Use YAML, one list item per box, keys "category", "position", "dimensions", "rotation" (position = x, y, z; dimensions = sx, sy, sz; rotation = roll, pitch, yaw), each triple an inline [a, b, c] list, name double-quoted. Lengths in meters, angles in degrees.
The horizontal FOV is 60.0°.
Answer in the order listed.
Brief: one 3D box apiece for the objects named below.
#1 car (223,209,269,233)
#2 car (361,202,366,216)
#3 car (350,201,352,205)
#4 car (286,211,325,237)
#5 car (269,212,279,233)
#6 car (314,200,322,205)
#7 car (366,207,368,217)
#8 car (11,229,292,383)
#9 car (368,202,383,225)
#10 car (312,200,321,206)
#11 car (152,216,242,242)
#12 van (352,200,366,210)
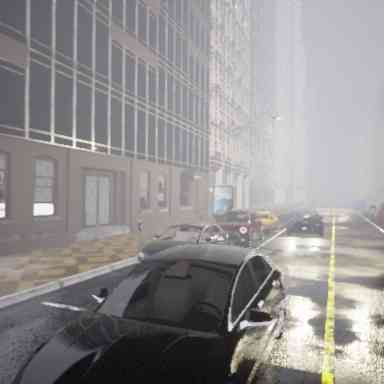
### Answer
- category: "car"
  position: [2.179, 1.633, 15.844]
  dimensions: [1.967, 1.590, 4.097]
  rotation: [0, -1, 23]
- category: "car"
  position: [21.056, 2.178, 38.455]
  dimensions: [1.802, 1.307, 4.206]
  rotation: [0, -1, 23]
- category: "car"
  position: [32.240, 2.557, 64.387]
  dimensions: [1.947, 1.339, 4.313]
  rotation: [0, -1, 23]
- category: "car"
  position: [6.941, 1.841, 20.100]
  dimensions: [1.994, 1.385, 4.181]
  rotation: [0, -1, 23]
- category: "car"
  position: [4.348, 1.792, 20.873]
  dimensions: [1.752, 1.417, 4.829]
  rotation: [0, -1, 23]
- category: "car"
  position: [33.490, 2.869, 88.450]
  dimensions: [1.802, 1.307, 4.206]
  rotation: [0, -1, 23]
- category: "car"
  position: [18.820, 2.102, 33.269]
  dimensions: [1.802, 1.307, 4.206]
  rotation: [0, -1, 23]
- category: "car"
  position: [0.049, 1.553, 4.356]
  dimensions: [1.837, 1.490, 4.892]
  rotation: [0, -1, 24]
- category: "car"
  position: [16.586, 1.759, 28.085]
  dimensions: [2.192, 1.841, 5.009]
  rotation: [0, -1, 23]
- category: "car"
  position: [31.255, 2.647, 83.267]
  dimensions: [1.967, 1.590, 4.097]
  rotation: [0, -1, 23]
- category: "car"
  position: [-0.058, 1.668, 10.655]
  dimensions: [2.008, 1.369, 4.403]
  rotation: [0, -1, 23]
- category: "van"
  position: [30.004, 2.253, 59.203]
  dimensions: [1.690, 1.788, 3.998]
  rotation: [0, -1, 23]
